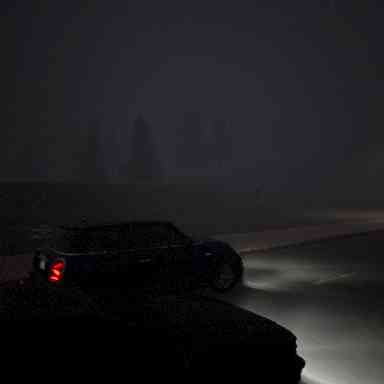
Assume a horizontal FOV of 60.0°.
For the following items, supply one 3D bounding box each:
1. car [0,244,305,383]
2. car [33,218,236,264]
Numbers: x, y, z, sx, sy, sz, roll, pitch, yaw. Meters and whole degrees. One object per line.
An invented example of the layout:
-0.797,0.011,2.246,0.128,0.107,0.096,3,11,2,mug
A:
-1.403,1.547,2.751,5.357,1.411,2.033,0,0,-35,car
-1.011,1.352,7.329,4.553,1.767,2.097,0,0,-35,car
